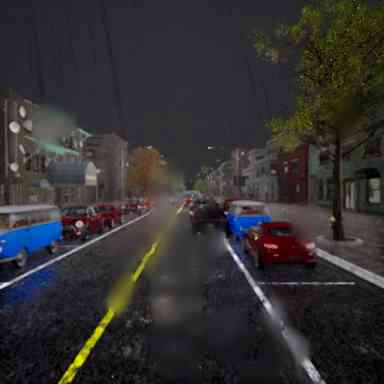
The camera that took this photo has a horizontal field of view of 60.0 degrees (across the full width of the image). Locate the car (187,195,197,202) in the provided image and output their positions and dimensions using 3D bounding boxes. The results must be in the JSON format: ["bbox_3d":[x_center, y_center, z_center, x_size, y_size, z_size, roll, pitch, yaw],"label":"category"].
[{"bbox_3d":[-0.021,1.354,69.682,2.033,1.411,5.357,0,0,0],"label":"car"}]

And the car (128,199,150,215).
[{"bbox_3d":[-5.704,1.420,33.049,1.967,1.590,4.097,-1,0,0],"label":"car"}]

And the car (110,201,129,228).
[{"bbox_3d":[-5.699,1.532,21.953,1.887,1.381,4.507,-1,0,0],"label":"car"}]

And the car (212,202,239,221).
[{"bbox_3d":[2.679,1.566,27.506,1.802,1.307,4.206,-1,0,0],"label":"car"}]

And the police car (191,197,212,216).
[{"bbox_3d":[0.889,1.405,33.797,1.930,1.638,5.238,0,0,0],"label":"police car"}]

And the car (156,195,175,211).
[{"bbox_3d":[-3.097,1.467,40.000,2.128,1.511,4.902,0,0,0],"label":"car"}]

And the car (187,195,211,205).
[{"bbox_3d":[0.829,1.335,27.645,2.097,1.767,4.553,0,0,-1],"label":"car"}]

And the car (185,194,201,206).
[{"bbox_3d":[-0.016,1.319,53.016,2.097,1.767,4.553,0,0,0],"label":"car"}]

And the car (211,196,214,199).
[{"bbox_3d":[2.679,1.302,21.957,2.192,1.841,5.009,-1,0,0],"label":"car"}]

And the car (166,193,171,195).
[{"bbox_3d":[-5.720,1.265,77.436,2.192,1.841,5.009,-1,0,0],"label":"car"}]

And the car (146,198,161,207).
[{"bbox_3d":[-5.708,1.551,49.694,1.802,1.307,4.206,-1,0,0],"label":"car"}]

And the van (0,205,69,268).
[{"bbox_3d":[-5.698,1.335,10.856,1.690,1.788,3.998,-1,0,0],"label":"van"}]

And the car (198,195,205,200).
[{"bbox_3d":[2.657,1.463,94.256,1.752,1.417,4.829,-1,0,0],"label":"car"}]

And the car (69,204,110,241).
[{"bbox_3d":[-5.698,1.430,16.404,1.967,1.590,4.097,-1,0,0],"label":"car"}]

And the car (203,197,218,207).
[{"bbox_3d":[2.672,1.535,49.699,1.947,1.339,4.313,-1,0,0],"label":"car"}]

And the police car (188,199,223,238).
[{"bbox_3d":[0.895,1.415,17.796,1.930,1.638,5.238,0,0,0],"label":"police car"}]

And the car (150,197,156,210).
[{"bbox_3d":[-5.705,1.521,38.598,1.887,1.381,4.507,-1,0,0],"label":"car"}]

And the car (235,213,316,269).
[{"bbox_3d":[2.685,1.576,10.861,1.802,1.307,4.206,-1,0,0],"label":"car"}]

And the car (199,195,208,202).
[{"bbox_3d":[2.663,1.475,77.611,1.752,1.417,4.829,-1,0,0],"label":"car"}]

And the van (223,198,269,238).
[{"bbox_3d":[2.681,1.332,16.409,1.690,1.788,3.998,-1,0,0],"label":"van"}]

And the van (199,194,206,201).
[{"bbox_3d":[2.659,1.287,82.989,1.690,1.788,3.998,-1,0,0],"label":"van"}]

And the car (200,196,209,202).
[{"bbox_3d":[2.665,1.536,71.892,1.802,1.307,4.206,-1,0,0],"label":"car"}]
